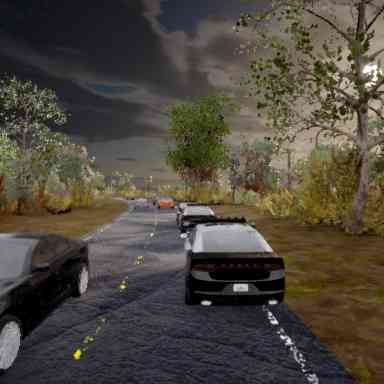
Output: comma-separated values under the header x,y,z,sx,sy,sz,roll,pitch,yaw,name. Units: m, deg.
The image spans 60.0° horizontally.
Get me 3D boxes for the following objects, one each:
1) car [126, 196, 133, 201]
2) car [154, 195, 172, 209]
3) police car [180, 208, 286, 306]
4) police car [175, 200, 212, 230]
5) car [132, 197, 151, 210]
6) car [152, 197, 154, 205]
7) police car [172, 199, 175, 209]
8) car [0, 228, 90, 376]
x,y,z,sx,sy,sz,roll,pitch,yaw,name
-15.577,1.585,83.990,1.895,1.301,4.718,0,0,-17,car
-3.686,1.343,45.655,2.097,1.767,4.553,0,0,-9,car
0.745,1.424,8.244,1.930,1.638,5.238,0,0,-2,police car
0.241,1.422,18.310,1.930,1.638,5.238,0,0,-4,police car
-6.333,1.519,42.216,1.812,1.442,4.674,0,0,-9,car
-5.860,1.340,57.952,2.097,1.767,4.553,0,0,-12,car
-0.221,1.421,24.340,1.930,1.638,5.238,0,0,-5,police car
-3.239,1.477,5.726,1.882,1.535,5.008,0,0,-2,car
